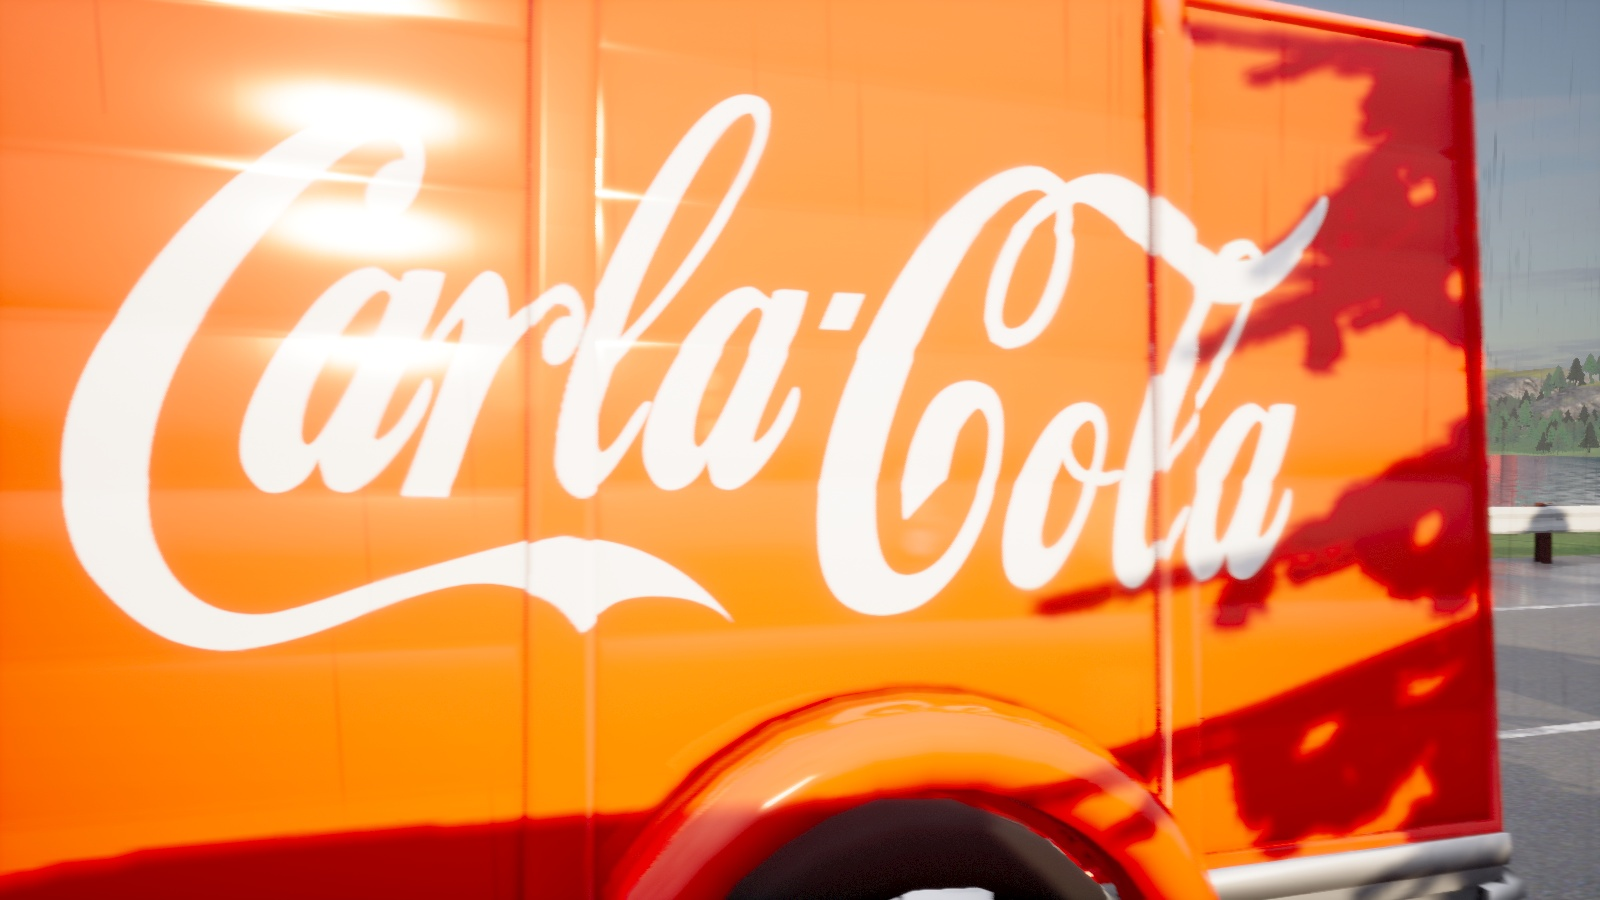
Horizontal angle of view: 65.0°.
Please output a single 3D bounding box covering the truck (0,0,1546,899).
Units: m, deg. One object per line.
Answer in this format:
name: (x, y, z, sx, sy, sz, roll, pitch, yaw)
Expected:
truck: (-1.497, 0.284, 2.664, 5.204, 2.467, 2.627, -1, 1, -21)
